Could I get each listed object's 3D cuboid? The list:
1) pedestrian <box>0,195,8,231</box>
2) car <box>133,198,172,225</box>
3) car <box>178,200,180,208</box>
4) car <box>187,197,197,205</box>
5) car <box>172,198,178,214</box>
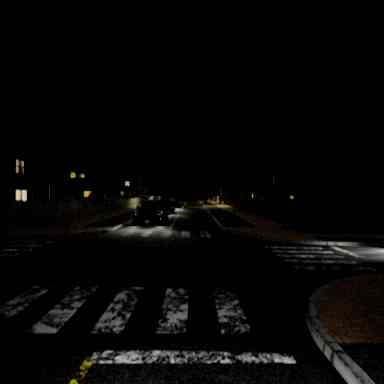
[{"bbox_3d":[-9.635,1.047,16.764,0.375,1.860,0.375,0,-2,0],"label":"pedestrian"},{"bbox_3d":[-2.909,1.400,24.323,2.097,1.767,4.553,0,0,2],"label":"car"},{"bbox_3d":[-2.844,1.635,50.794,2.128,1.511,4.902,0,0,0],"label":"car"},{"bbox_3d":[-0.027,1.722,65.803,1.837,1.490,4.892,0,0,0],"label":"car"},{"bbox_3d":[-2.865,1.610,36.441,1.812,1.442,4.674,0,0,0],"label":"car"}]
